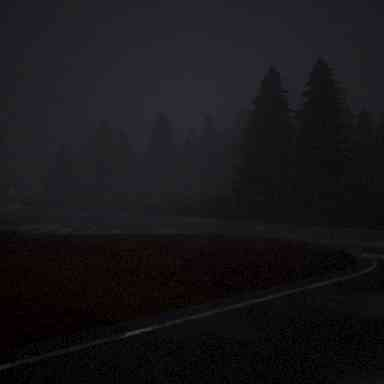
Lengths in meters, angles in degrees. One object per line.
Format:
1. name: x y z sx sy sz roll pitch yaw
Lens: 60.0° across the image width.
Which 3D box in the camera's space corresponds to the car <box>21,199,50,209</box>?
1. car: -22.081 1.634 46.762 4.718 1.301 1.895 0 0 38
